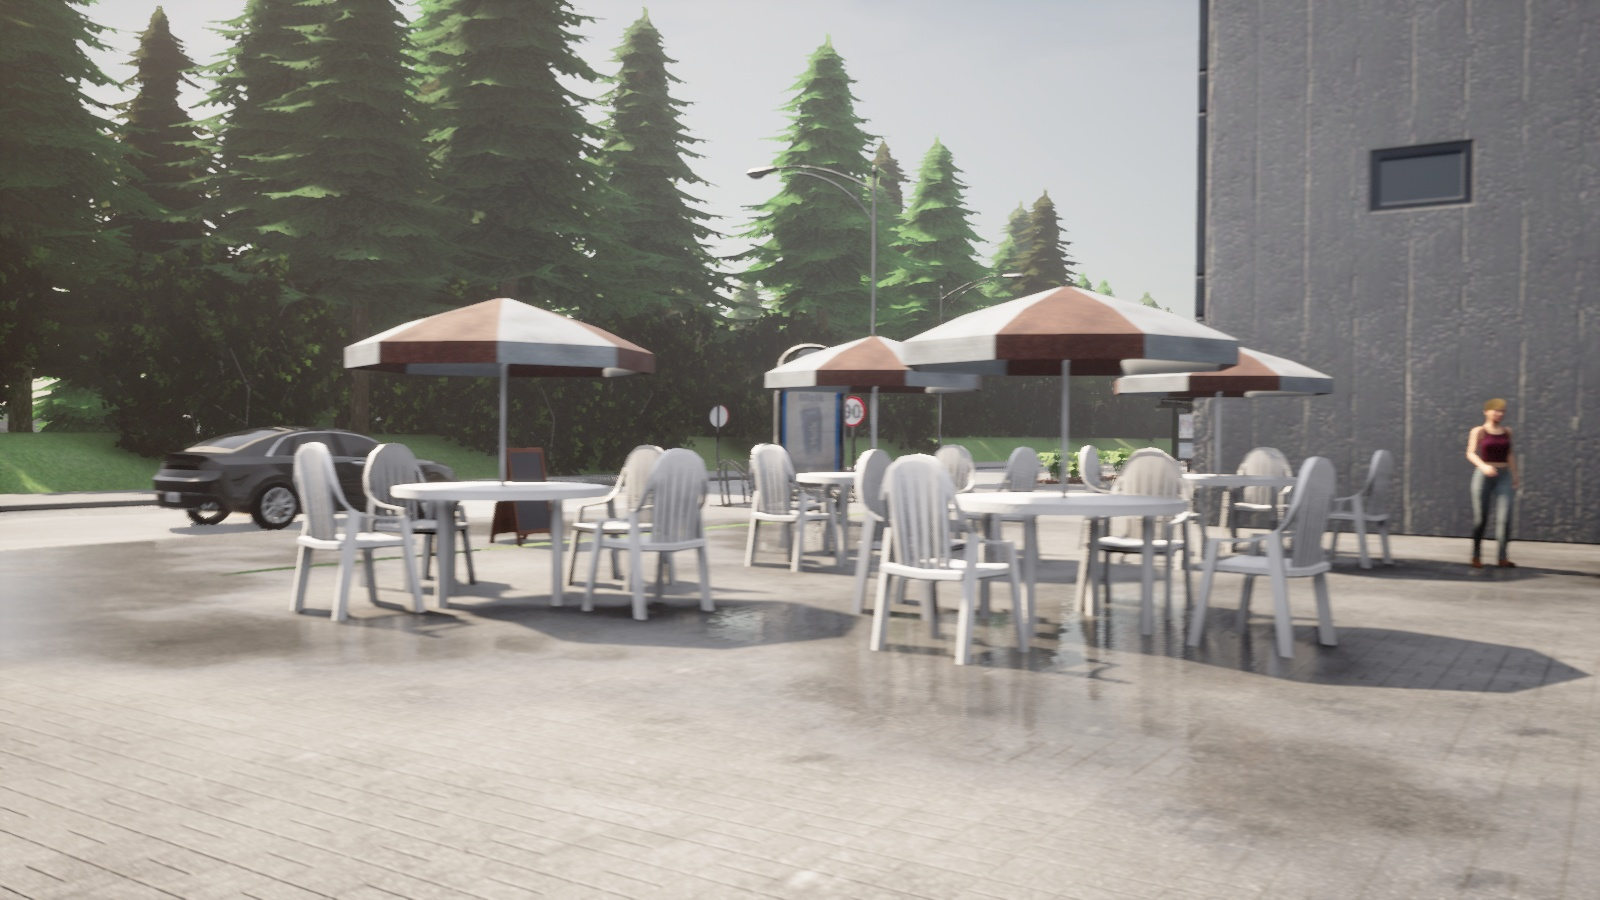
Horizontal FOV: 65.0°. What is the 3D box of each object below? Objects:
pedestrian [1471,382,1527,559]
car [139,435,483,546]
[{"bbox_3d":[7.447,0.211,13.389,0.345,1.836,0.594,0,1,10],"label":"pedestrian"},{"bbox_3d":[-7.466,0.534,19.738,1.837,1.490,4.892,0,1,32],"label":"car"}]
